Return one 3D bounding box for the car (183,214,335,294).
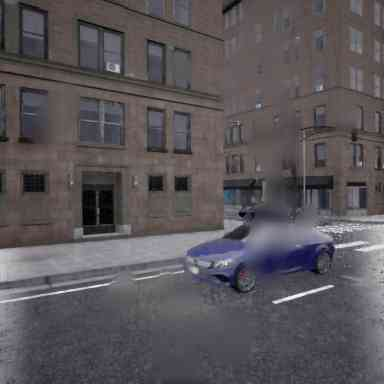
[{"bbox_3d":[1.970,1.524,8.932,4.674,1.442,1.812,0,0,-35],"label":"car"}]

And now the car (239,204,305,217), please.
[{"bbox_3d":[5.578,1.546,23.487,1.895,1.301,4.718,-1,1,-36],"label":"car"}]
